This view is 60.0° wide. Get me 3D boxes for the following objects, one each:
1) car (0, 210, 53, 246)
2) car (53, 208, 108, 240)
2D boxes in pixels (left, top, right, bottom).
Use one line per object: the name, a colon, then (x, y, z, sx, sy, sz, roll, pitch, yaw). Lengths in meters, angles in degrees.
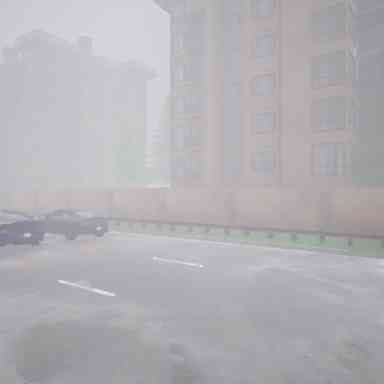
car: (-8.269, 1.485, 14.066, 5.008, 1.535, 1.882, 0, 0, 36)
car: (-6.236, 1.533, 16.916, 4.674, 1.442, 1.812, 0, 0, 36)
